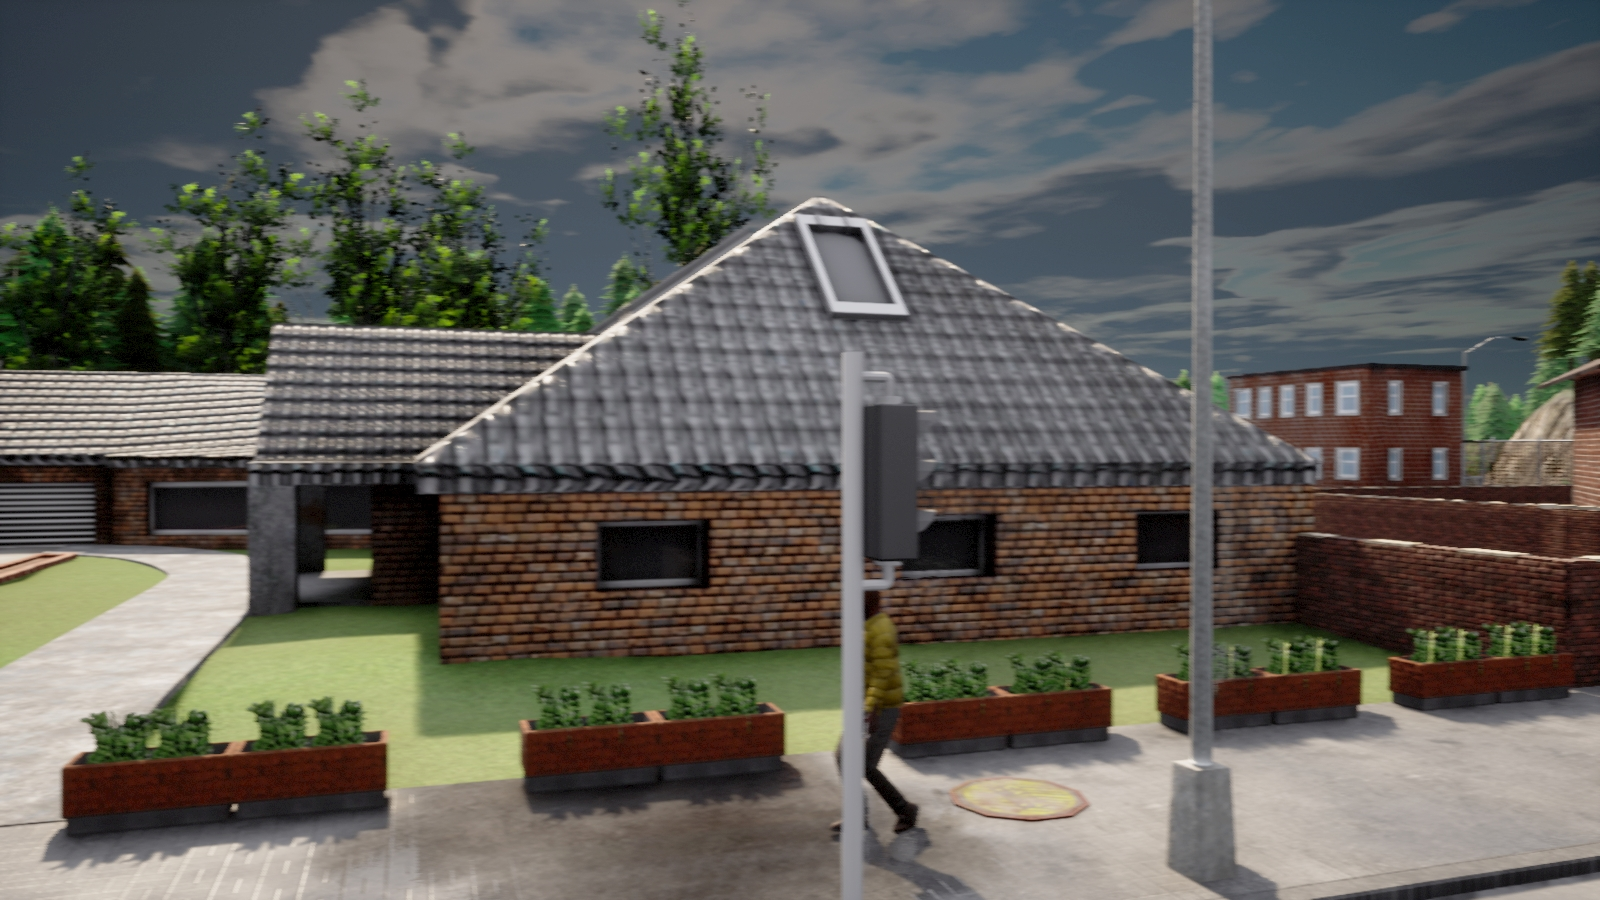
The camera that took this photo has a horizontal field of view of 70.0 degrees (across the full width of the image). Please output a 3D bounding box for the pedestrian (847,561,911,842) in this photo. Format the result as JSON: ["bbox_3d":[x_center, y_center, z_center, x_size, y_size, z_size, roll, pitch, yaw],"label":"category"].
[{"bbox_3d":[0.546,1.721,7.941,0.375,1.860,0.375,0,0,-8],"label":"pedestrian"}]
